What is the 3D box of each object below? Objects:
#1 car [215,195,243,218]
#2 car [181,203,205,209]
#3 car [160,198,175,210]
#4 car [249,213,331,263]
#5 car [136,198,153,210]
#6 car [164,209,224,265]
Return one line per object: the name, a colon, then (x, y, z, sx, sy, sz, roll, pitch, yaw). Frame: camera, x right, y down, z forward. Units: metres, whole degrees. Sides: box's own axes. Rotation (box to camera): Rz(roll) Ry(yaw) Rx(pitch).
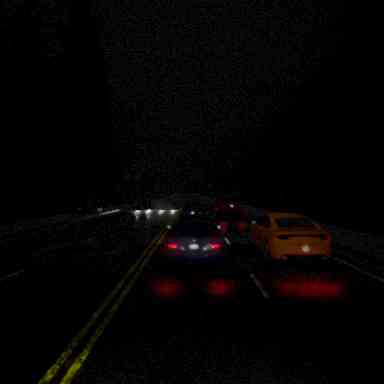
car: (3.337, 1.279, 30.479, 2.150, 2.045, 5.566, 0, 0, 0)
car: (0.068, 1.593, 26.715, 2.033, 1.411, 5.357, 0, 0, 0)
car: (-3.336, 1.607, 45.936, 1.882, 1.535, 5.008, 0, -1, 0)
car: (3.314, 1.489, 12.120, 1.882, 1.535, 5.008, 0, 0, 0)
car: (-6.586, 1.637, 46.194, 1.837, 1.490, 4.892, 0, -1, 0)
car: (0.066, 1.558, 11.678, 2.033, 1.411, 5.357, 0, 0, 0)
